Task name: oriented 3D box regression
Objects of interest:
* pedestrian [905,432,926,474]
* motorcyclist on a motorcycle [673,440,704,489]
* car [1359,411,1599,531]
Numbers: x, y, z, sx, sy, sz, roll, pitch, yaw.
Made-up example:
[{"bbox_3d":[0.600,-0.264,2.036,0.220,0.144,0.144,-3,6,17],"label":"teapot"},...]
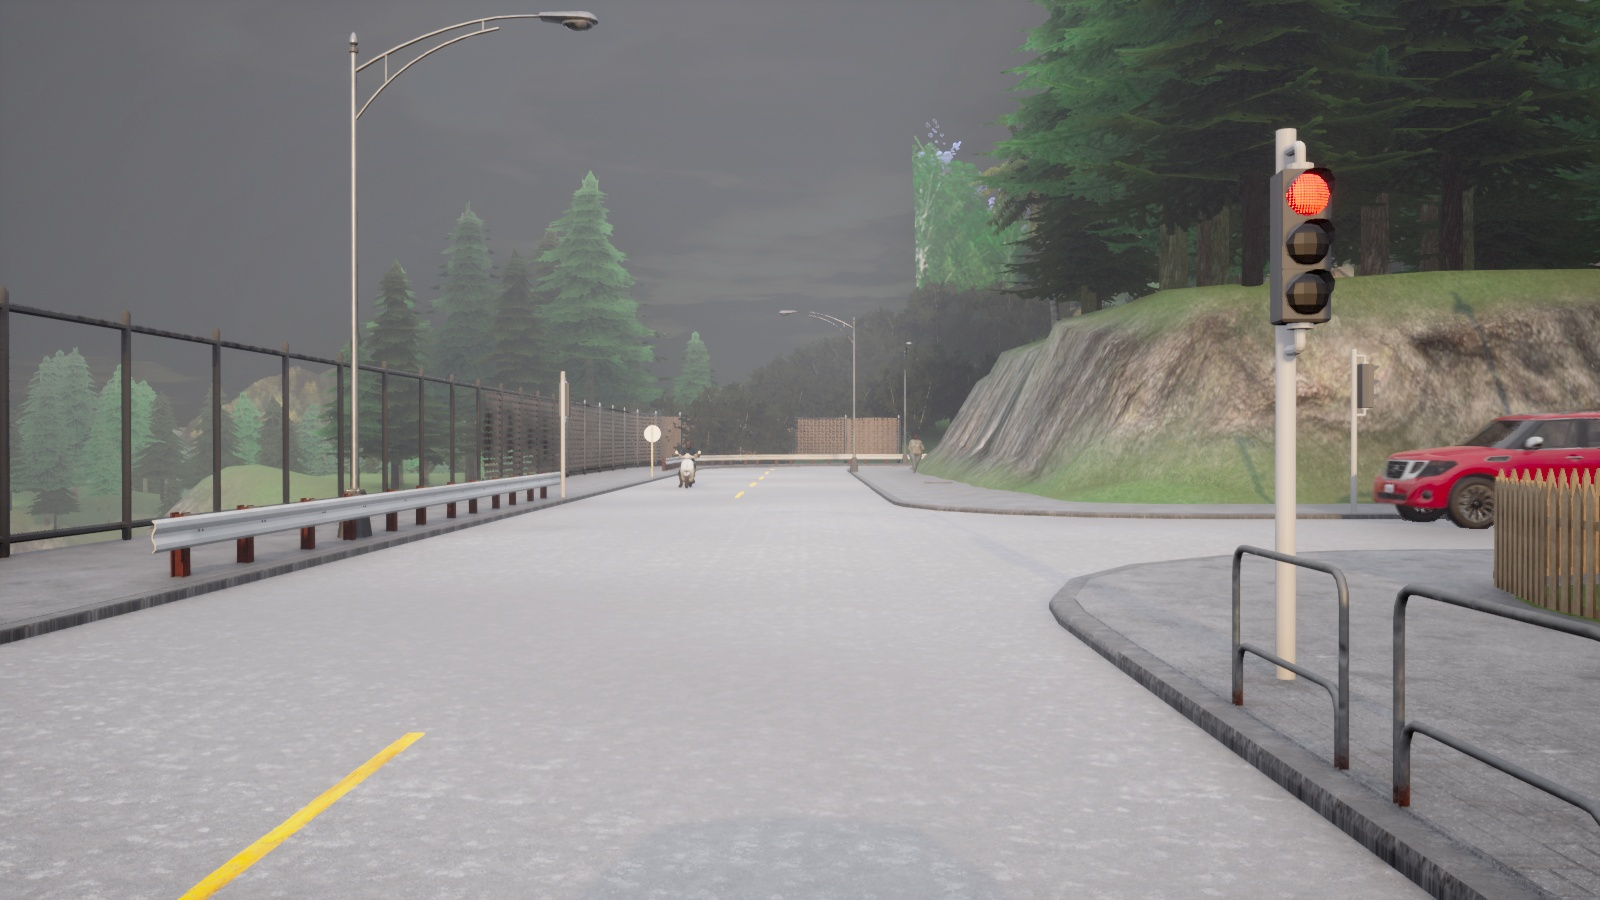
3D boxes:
[{"bbox_3d":[5.197,0.141,56.575,0.874,1.855,0.900,0,0,-1],"label":"pedestrian"},{"bbox_3d":[-3.707,0.461,41.817,0.866,1.590,1.817,0,0,0],"label":"motorcyclist on a motorcycle"},{"bbox_3d":[13.241,0.350,22.417,5.566,2.045,2.150,0,0,0],"label":"car"}]
